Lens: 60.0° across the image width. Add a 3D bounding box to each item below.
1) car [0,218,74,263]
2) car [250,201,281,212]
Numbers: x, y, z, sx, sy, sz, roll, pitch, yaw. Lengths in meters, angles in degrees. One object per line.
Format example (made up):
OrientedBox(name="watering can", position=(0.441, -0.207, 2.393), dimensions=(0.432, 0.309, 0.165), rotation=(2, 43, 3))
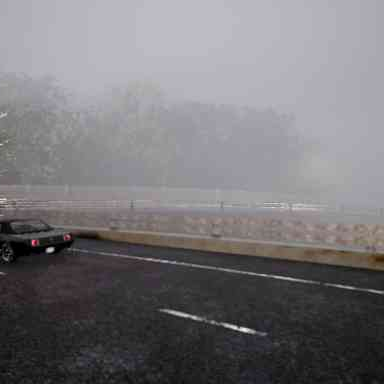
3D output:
OrientedBox(name="car", position=(-6.532, 1.592, 11.842), dimensions=(4.718, 1.301, 1.895), rotation=(0, 0, 29))
OrientedBox(name="car", position=(10.646, 2.092, 47.775), dimensions=(4.892, 1.490, 1.837), rotation=(3, -2, -28))
